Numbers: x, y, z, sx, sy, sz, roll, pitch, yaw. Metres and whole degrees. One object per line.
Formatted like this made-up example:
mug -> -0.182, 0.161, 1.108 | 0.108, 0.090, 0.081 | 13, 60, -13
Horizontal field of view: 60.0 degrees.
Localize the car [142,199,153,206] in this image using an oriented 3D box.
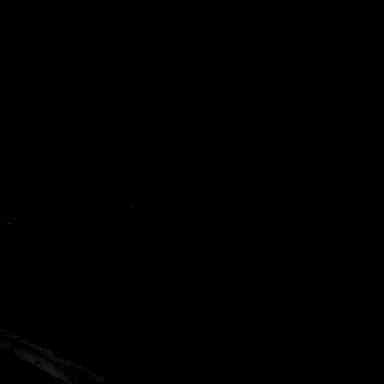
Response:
car -> -8.875, 2.034, 59.913 | 1.994, 1.385, 4.181 | -1, -1, 34
